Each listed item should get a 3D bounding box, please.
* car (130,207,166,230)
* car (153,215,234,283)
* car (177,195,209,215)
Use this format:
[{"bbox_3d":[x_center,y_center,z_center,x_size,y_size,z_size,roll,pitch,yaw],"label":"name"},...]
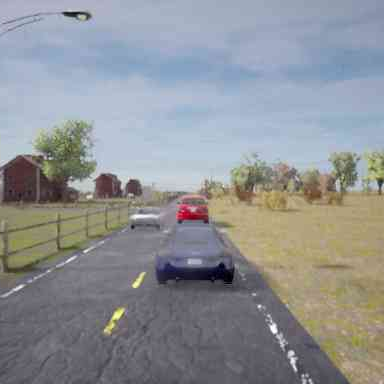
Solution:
[{"bbox_3d":[-2.849,1.693,22.068,1.895,1.301,4.718,0,0,0],"label":"car"},{"bbox_3d":[0.081,1.608,9.797,1.994,1.385,4.181,0,0,0],"label":"car"},{"bbox_3d":[0.076,1.324,24.803,2.150,2.045,5.566,0,0,0],"label":"car"}]
